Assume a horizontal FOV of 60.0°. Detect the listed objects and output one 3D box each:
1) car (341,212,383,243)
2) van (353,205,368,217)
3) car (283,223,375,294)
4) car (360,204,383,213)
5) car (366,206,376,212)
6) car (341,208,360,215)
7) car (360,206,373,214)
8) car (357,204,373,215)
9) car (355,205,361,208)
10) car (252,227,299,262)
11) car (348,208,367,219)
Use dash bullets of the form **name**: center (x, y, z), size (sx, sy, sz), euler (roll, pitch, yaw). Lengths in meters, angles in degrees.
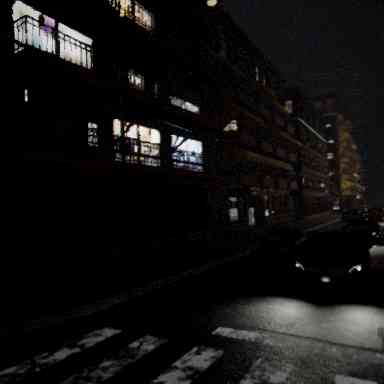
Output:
- **car**: center (10.324, 2.198, 20.125), size (2.033, 1.411, 5.357), euler (-4, -3, 31)
- **van**: center (26.855, 3.031, 52.948), size (1.690, 1.788, 3.998), euler (-5, -4, 31)
- **car**: center (4.357, 1.893, 10.070), size (1.812, 1.442, 4.674), euler (-4, -3, 29)
- **car**: center (20.471, 2.477, 37.077), size (2.097, 1.767, 4.553), euler (-4, -3, 31)
- **car**: center (44.021, 4.090, 81.829), size (1.802, 1.307, 4.206), euler (-5, -4, 31)
- **car**: center (18.276, 2.864, 38.496), size (1.802, 1.307, 4.206), euler (-5, -4, 31)
- **car**: center (35.422, 3.650, 67.396), size (2.008, 1.369, 4.403), euler (-5, -4, 31)
- **car**: center (32.562, 3.278, 62.587), size (2.192, 1.841, 5.009), euler (-5, -4, 31)
- **car**: center (21.133, 2.858, 43.317), size (1.967, 1.590, 4.097), euler (-5, -4, 31)
- **car**: center (3.958, 2.186, 14.431), size (1.802, 1.307, 4.206), euler (-5, -4, 31)
- **car**: center (24.002, 3.104, 48.123), size (2.008, 1.369, 4.403), euler (-5, -4, 31)
